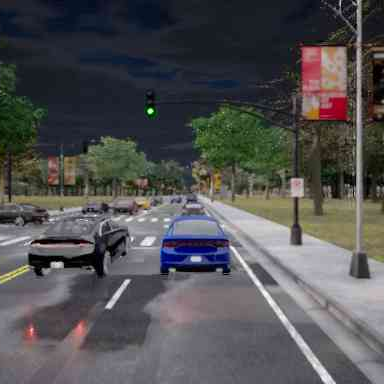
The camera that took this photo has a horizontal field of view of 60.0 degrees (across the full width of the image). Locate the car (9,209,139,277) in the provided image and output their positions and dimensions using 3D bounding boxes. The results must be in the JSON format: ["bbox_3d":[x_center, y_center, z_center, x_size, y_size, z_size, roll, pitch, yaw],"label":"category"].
[{"bbox_3d":[-3.153,1.491,10.199,2.128,1.511,4.902,0,0,0],"label":"car"}]

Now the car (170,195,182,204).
[{"bbox_3d":[-3.255,1.559,65.458,1.812,1.442,4.674,0,0,0],"label":"car"}]

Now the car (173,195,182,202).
[{"bbox_3d":[-3.265,1.524,75.352,1.882,1.535,5.008,0,0,0],"label":"car"}]

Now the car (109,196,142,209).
[{"bbox_3d":[-6.604,1.483,33.657,1.882,1.535,5.008,0,0,0],"label":"car"}]

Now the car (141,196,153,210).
[{"bbox_3d":[-6.603,1.488,43.237,1.882,1.535,5.008,0,0,0],"label":"car"}]

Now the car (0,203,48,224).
[{"bbox_3d":[-11.952,1.503,22.052,4.892,1.490,1.837,0,-2,13],"label":"car"}]

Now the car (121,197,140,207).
[{"bbox_3d":[-9.816,1.567,53.103,2.033,1.411,5.357,0,0,0],"label":"car"}]

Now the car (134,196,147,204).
[{"bbox_3d":[-9.763,1.536,63.273,1.837,1.490,4.892,0,0,0],"label":"car"}]

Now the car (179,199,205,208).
[{"bbox_3d":[0.091,1.529,26.734,1.812,1.442,4.674,0,0,0],"label":"car"}]

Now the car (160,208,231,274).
[{"bbox_3d":[0.095,1.478,10.557,1.882,1.535,5.008,0,0,0],"label":"car"}]

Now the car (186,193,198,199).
[{"bbox_3d":[-0.011,1.253,63.822,2.150,2.045,5.566,0,0,0],"label":"car"}]

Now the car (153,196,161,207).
[{"bbox_3d":[-6.570,1.510,52.809,2.128,1.511,4.902,0,0,0],"label":"car"}]

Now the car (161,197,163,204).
[{"bbox_3d":[-6.513,1.535,62.857,1.837,1.490,4.892,0,0,0],"label":"car"}]

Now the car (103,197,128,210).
[{"bbox_3d":[-9.850,1.502,43.285,2.128,1.511,4.902,0,0,0],"label":"car"}]

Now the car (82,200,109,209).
[{"bbox_3d":[-9.853,1.570,34.365,1.994,1.385,4.181,0,0,1],"label":"car"}]
